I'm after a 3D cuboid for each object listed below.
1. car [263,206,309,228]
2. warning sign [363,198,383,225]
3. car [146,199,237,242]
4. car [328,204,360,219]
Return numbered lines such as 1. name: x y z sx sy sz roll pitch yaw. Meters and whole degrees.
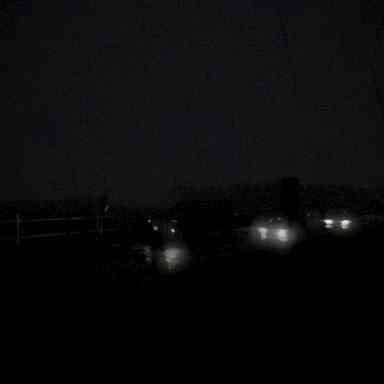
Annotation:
1. car: 7.203 1.811 25.254 1.837 1.490 4.892 -1 -2 43
2. warning sign: 13.282 1.392 24.054 1.300 1.860 1.060 -2 -3 43
3. car: 0.165 1.382 17.606 2.150 2.045 5.566 -1 -2 43
4. car: 15.866 1.968 34.647 1.882 1.535 5.008 -1 -1 43
